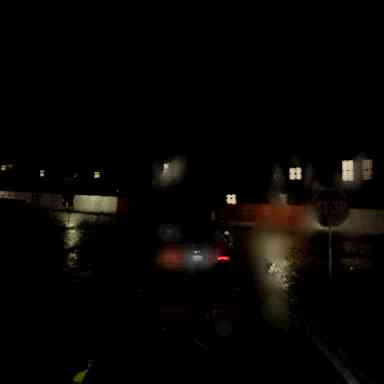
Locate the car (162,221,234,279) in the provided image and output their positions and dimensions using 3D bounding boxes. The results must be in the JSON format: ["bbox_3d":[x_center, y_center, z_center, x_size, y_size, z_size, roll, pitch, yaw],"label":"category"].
[{"bbox_3d":[0.189,1.578,10.085,2.033,1.411,5.357,0,0,1],"label":"car"}]
